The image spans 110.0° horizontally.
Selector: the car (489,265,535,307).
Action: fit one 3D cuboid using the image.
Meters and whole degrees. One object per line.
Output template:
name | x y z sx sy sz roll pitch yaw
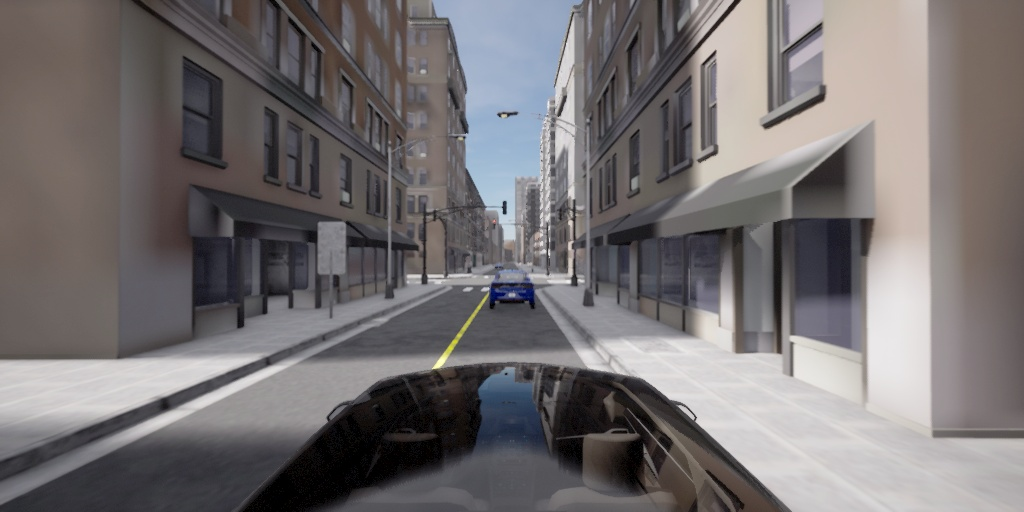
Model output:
car | 0.016 1.375 16.323 1.882 1.535 5.008 0 0 0
